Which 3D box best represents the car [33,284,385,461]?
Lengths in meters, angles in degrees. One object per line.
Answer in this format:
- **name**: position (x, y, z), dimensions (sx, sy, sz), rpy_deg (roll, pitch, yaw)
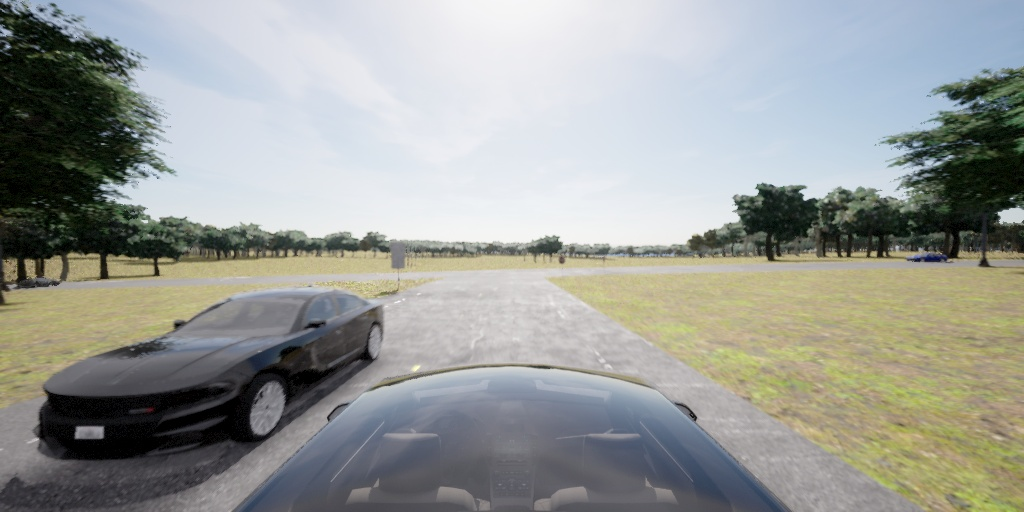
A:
- **car**: position (-3.600, 1.257, 5.556), dimensions (1.882, 1.535, 5.008), rpy_deg (0, -1, 0)
